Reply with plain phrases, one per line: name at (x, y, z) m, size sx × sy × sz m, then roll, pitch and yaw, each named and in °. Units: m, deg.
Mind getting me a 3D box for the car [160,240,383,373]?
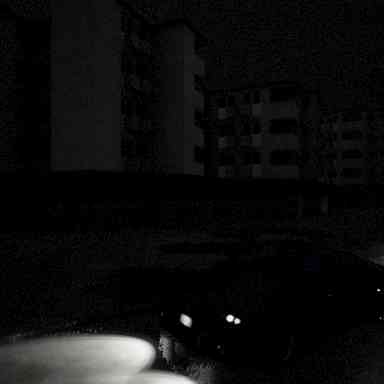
car at (1.572, 1.563, 5.635) m, size 4.181 × 1.385 × 1.994 m, roll 0°, pitch 0°, yaw -34°
